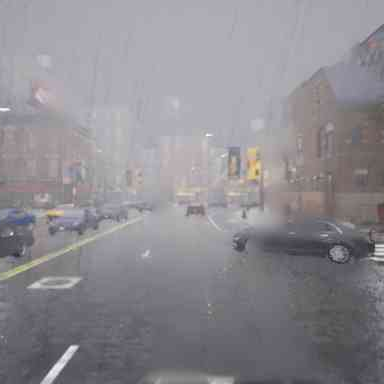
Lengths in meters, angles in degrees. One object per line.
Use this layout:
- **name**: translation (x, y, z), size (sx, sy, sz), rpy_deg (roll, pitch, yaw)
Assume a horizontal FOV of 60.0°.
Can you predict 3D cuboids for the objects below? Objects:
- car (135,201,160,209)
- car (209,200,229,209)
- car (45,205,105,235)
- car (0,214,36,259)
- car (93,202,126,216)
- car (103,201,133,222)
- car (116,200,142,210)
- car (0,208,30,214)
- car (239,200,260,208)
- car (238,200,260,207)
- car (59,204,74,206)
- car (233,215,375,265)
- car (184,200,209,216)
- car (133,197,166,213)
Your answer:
- **car**: translation (-7.707, 2.212, 57.824), size (1.895, 1.301, 4.718), rpy_deg (0, -1, 30)
- **car**: translation (4.640, 2.134, 58.843), size (1.837, 1.490, 4.892), rpy_deg (0, -1, 36)
- **car**: translation (-7.070, 1.744, 20.426), size (1.812, 1.442, 4.674), rpy_deg (0, -1, 0)
- **car**: translation (-7.098, 1.664, 10.853), size (2.033, 1.411, 5.357), rpy_deg (0, -1, 0)
- **car**: translation (-9.826, 1.976, 40.134), size (2.033, 1.411, 5.357), rpy_deg (0, -1, 8)
- **car**: translation (-6.959, 1.822, 29.673), size (1.837, 1.490, 4.892), rpy_deg (0, 0, 2)
- **car**: translation (-9.874, 2.080, 52.520), size (2.002, 1.452, 4.674), rpy_deg (0, -1, 20)
- **car**: translation (-10.576, 1.676, 18.555), size (1.882, 1.535, 5.008), rpy_deg (0, -1, 0)
- **car**: translation (10.918, 2.213, 60.733), size (1.994, 1.385, 4.181), rpy_deg (-1, -1, 41)
- **car**: translation (11.460, 2.274, 66.570), size (4.181, 1.385, 1.994), rpy_deg (0, -1, -39)
- **car**: translation (-10.500, 1.776, 27.922), size (1.882, 1.535, 5.008), rpy_deg (0, -1, 1)
- **car**: translation (3.930, 1.637, 12.202), size (4.892, 1.490, 1.837), rpy_deg (0, 2, 26)
- **car**: translation (0.590, 1.881, 37.697), size (1.882, 1.535, 5.008), rpy_deg (0, -1, 6)
- **car**: translation (-5.339, 1.701, 44.820), size (2.150, 2.045, 5.566), rpy_deg (0, -1, 16)
